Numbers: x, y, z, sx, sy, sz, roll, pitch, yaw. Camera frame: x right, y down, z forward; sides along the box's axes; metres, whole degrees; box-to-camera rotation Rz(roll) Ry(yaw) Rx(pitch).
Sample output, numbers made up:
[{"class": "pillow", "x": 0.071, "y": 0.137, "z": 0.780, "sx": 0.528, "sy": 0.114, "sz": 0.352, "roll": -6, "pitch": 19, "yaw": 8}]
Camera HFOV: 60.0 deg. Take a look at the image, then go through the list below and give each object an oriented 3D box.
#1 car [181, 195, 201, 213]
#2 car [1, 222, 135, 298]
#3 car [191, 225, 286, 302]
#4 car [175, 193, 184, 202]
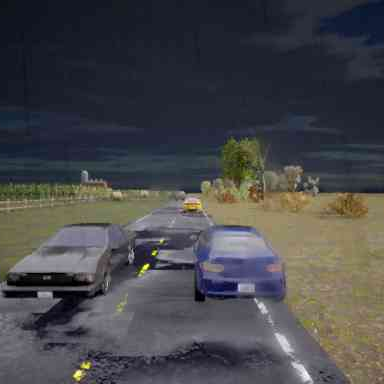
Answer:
[{"class": "car", "x": 0.035, "y": 1.470, "z": 37.049, "sx": 1.882, "sy": 1.535, "sz": 5.008, "roll": 0, "pitch": 0, "yaw": 0}, {"class": "car", "x": -2.760, "y": 1.545, "z": 8.911, "sx": 2.033, "sy": 1.411, "sz": 5.357, "roll": 0, "pitch": 0, "yaw": 0}, {"class": "car", "x": 0.954, "y": 1.524, "z": 8.158, "sx": 1.812, "sy": 1.442, "sz": 4.674, "roll": 0, "pitch": 0, "yaw": 0}, {"class": "car", "x": -2.843, "y": 1.222, "z": 80.006, "sx": 2.150, "sy": 2.045, "sz": 5.566, "roll": 0, "pitch": 0, "yaw": 0}]
